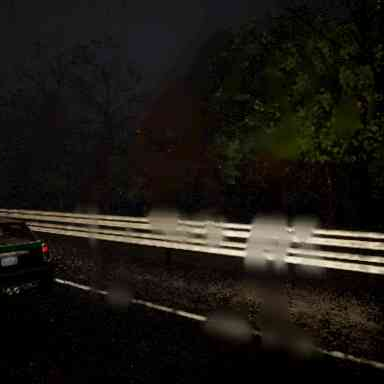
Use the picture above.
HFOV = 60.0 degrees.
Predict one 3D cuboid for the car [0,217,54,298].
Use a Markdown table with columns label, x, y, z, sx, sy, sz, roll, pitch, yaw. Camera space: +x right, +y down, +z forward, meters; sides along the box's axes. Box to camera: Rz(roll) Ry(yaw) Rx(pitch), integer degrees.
| label | x | y | z | sx | sy | sz | roll | pitch | yaw |
| --- | --- | --- | --- | --- | --- | --- | --- | --- | --- |
| car | -5.187 | 1.328 | 7.519 | 4.553 | 1.767 | 2.097 | 0 | 0 | 35 |
